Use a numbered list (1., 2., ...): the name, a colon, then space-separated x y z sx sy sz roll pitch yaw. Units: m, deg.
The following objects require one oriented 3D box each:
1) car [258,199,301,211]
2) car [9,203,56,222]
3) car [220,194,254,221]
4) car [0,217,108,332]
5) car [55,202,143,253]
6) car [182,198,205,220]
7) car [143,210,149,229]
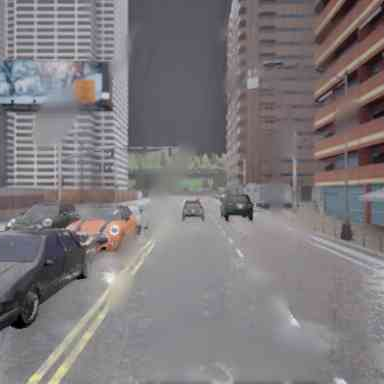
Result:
1. car: 10.415 1.543 39.641 4.718 1.301 1.895 0 0 -11
2. car: -7.045 1.328 16.324 2.097 1.767 4.553 0 0 0
3. car: 3.555 1.182 26.986 2.150 2.045 5.566 0 0 0
4. car: -3.588 1.537 7.216 2.033 1.411 5.357 0 0 0
5. car: -3.502 1.332 13.527 2.097 1.767 4.553 0 0 0
6. car: 0.098 1.507 27.707 2.033 1.411 5.357 0 0 0
7. car: -3.524 1.499 18.555 1.812 1.442 4.674 0 0 0
